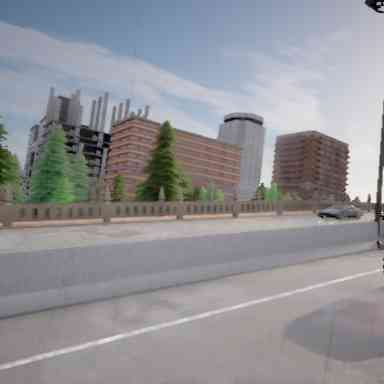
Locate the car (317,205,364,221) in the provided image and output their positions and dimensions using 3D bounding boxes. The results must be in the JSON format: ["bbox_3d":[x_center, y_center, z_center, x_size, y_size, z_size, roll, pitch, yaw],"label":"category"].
[{"bbox_3d":[14.000,1.887,31.181,5.357,1.411,2.033,1,0,-36],"label":"car"}]

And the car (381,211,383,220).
[{"bbox_3d":[19.336,1.987,30.685,4.718,1.301,1.895,1,0,-35],"label":"car"}]
